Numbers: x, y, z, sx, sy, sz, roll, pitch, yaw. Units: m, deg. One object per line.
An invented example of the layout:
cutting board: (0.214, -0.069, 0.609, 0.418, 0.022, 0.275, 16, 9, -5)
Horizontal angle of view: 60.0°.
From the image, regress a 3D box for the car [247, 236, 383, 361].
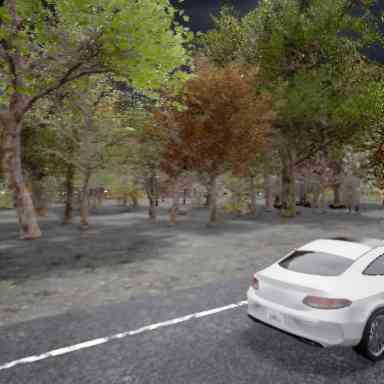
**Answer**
car: (3.017, 1.536, 5.901, 4.674, 1.442, 1.812, 0, 0, -35)
